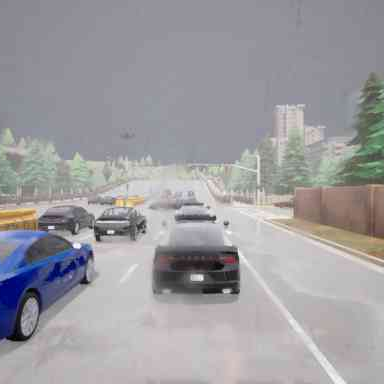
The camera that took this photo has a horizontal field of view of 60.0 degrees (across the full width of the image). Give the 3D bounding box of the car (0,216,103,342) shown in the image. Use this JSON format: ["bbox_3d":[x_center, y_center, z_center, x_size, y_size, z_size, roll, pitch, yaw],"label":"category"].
[{"bbox_3d":[-3.405,1.478,6.490,1.882,1.535,5.008,0,0,0],"label":"car"}]

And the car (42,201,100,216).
[{"bbox_3d":[-6.915,1.505,18.770,1.837,1.490,4.892,0,0,0],"label":"car"}]

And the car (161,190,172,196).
[{"bbox_3d":[-7.175,1.071,88.574,1.994,1.385,4.181,0,4,0],"label":"car"}]

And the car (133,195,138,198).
[{"bbox_3d":[-14.127,1.419,80.834,1.994,1.385,4.181,0,1,0],"label":"car"}]

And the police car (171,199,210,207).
[{"bbox_3d":[0.084,1.425,18.813,1.930,1.638,5.238,0,0,0],"label":"police car"}]

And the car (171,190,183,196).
[{"bbox_3d":[-3.672,0.903,88.152,2.097,1.767,4.553,0,3,0],"label":"car"}]

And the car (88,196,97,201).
[{"bbox_3d":[-17.603,1.505,60.678,1.837,1.490,4.892,0,0,0],"label":"car"}]

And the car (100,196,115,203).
[{"bbox_3d":[-17.559,1.552,69.300,1.994,1.385,4.181,0,0,0],"label":"car"}]

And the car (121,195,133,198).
[{"bbox_3d":[-14.052,1.511,67.914,2.128,1.511,4.902,0,0,0],"label":"car"}]

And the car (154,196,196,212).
[{"bbox_3d":[-2.531,1.491,38.132,4.902,1.511,2.128,0,0,-18],"label":"car"}]

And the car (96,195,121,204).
[{"bbox_3d":[-14.123,1.547,56.727,2.033,1.411,5.357,0,0,0],"label":"car"}]

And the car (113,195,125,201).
[{"bbox_3d":[-17.627,1.454,80.975,1.895,1.301,4.718,0,1,0],"label":"car"}]

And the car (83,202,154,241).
[{"bbox_3d":[-3.422,1.491,16.569,2.128,1.511,4.902,0,0,1],"label":"car"}]

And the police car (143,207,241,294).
[{"bbox_3d":[0.093,1.425,8.910,1.930,1.638,5.238,0,0,0],"label":"police car"}]

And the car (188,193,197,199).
[{"bbox_3d":[0.036,1.491,66.436,2.128,1.511,4.902,0,0,0],"label":"car"}]

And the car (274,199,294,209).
[{"bbox_3d":[13.278,1.601,43.869,4.718,1.301,1.895,0,0,0],"label":"car"}]
